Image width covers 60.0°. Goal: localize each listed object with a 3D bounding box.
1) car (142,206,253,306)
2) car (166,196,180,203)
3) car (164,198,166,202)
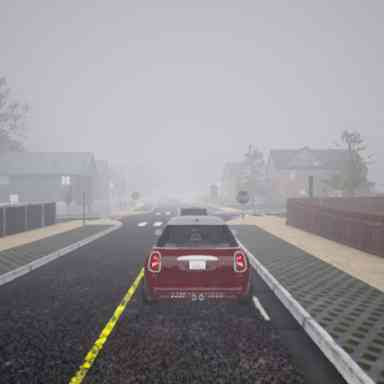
[{"bbox_3d":[0.101,1.350,8.172,2.097,1.767,4.553,0,0,0],"label":"car"},{"bbox_3d":[-3.937,1.837,73.704,1.994,1.385,4.181,0,-1,-10],"label":"car"},{"bbox_3d":[-5.818,1.837,83.197,1.812,1.442,4.674,0,-1,-12],"label":"car"}]
